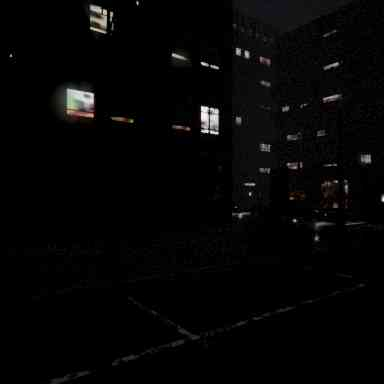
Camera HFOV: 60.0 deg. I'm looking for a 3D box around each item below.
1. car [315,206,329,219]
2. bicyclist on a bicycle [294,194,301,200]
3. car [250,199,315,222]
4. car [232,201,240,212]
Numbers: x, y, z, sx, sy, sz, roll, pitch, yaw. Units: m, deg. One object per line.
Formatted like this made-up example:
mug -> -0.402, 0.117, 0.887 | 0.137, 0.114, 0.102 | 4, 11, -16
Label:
car -> 8.201, 1.318, 25.785 | 1.812, 1.442, 4.674 | 0, 1, -37
bicyclist on a bicycle -> 11.435, 1.011, 36.160 | 1.656, 1.620, 0.582 | 0, 1, -36
car -> 6.184, 1.342, 24.141 | 2.008, 1.369, 4.403 | 1, 0, -36
car -> 2.705, 1.167, 33.307 | 1.837, 1.490, 4.892 | 0, 1, -36
